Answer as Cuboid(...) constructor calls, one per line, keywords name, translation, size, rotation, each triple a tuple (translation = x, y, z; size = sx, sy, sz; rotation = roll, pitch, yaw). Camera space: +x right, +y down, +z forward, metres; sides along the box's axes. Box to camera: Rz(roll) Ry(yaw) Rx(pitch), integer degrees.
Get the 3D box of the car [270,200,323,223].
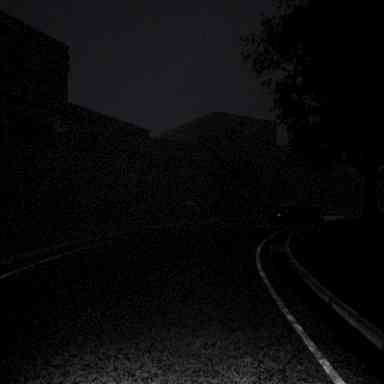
Cuboid(name="car", translation=(7.545, 1.324, 23.757), size=(5.008, 1.535, 1.882), rotation=(-2, -1, -44))
